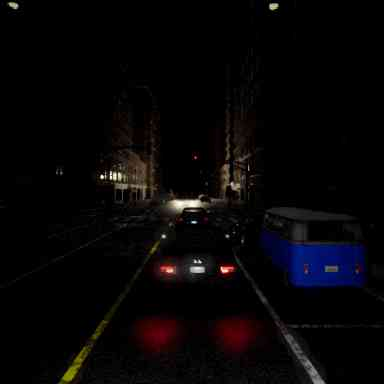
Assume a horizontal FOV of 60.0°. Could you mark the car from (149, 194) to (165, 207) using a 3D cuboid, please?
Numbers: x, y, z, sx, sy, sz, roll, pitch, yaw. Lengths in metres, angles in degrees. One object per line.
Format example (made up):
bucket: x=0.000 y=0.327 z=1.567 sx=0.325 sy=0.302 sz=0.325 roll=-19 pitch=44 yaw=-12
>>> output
car: x=-5.680 y=1.493 z=52.131 sx=1.752 sy=1.417 sz=4.829 roll=0 pitch=0 yaw=0

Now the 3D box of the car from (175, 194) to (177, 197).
car: x=-5.687 y=1.282 z=85.005 sx=2.192 sy=1.841 sz=5.009 roll=0 pitch=0 yaw=0

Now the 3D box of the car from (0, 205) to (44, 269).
car: x=-5.671 y=1.313 z=8.612 sx=2.192 sy=1.841 sz=5.009 roll=0 pitch=0 yaw=0

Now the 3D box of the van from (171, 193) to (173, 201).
van: x=-5.685 y=1.305 z=74.104 sx=1.690 sy=1.788 sz=3.998 roll=0 pitch=0 yaw=0

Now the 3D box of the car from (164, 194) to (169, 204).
car: x=-5.681 y=1.516 z=57.751 sx=2.008 sy=1.369 sz=4.403 roll=0 pitch=0 yaw=0

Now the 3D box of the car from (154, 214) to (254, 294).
car: x=0.099 y=1.546 z=8.923 sx=2.033 sy=1.411 sz=5.357 roll=0 pitch=0 yaw=0

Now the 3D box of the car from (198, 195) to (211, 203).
car: x=2.841 y=1.404 z=68.690 sx=1.967 sy=1.590 sz=4.097 roll=0 pitch=0 yaw=0

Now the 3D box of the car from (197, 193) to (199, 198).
car: x=2.840 y=1.516 z=79.588 sx=2.008 sy=1.369 sz=4.403 roll=0 pitch=0 yaw=0

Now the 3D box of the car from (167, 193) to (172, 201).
car: x=-5.683 y=1.508 z=68.653 sx=1.887 sy=1.381 sz=4.507 roll=0 pitch=0 yaw=0

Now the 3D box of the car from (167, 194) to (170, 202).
car: x=-5.682 y=1.509 z=63.202 sx=1.887 sy=1.381 sz=4.507 roll=0 pitch=0 yaw=0

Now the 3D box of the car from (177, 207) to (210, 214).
car: x=0.097 y=1.557 z=19.243 sx=1.994 sy=1.385 sz=4.181 roll=0 pitch=0 yaw=0

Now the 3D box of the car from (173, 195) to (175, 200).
car: x=-5.685 y=1.516 z=79.554 sx=2.008 sy=1.369 sz=4.403 roll=0 pitch=0 yaw=0

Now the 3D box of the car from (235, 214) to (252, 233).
car: x=2.853 y=1.562 z=14.314 sx=1.947 sy=1.339 sz=4.313 roll=0 pitch=0 yaw=0

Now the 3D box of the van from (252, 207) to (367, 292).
van: x=2.853 y=1.339 z=8.653 sx=1.690 sy=1.788 sz=3.998 roll=0 pitch=0 yaw=0
